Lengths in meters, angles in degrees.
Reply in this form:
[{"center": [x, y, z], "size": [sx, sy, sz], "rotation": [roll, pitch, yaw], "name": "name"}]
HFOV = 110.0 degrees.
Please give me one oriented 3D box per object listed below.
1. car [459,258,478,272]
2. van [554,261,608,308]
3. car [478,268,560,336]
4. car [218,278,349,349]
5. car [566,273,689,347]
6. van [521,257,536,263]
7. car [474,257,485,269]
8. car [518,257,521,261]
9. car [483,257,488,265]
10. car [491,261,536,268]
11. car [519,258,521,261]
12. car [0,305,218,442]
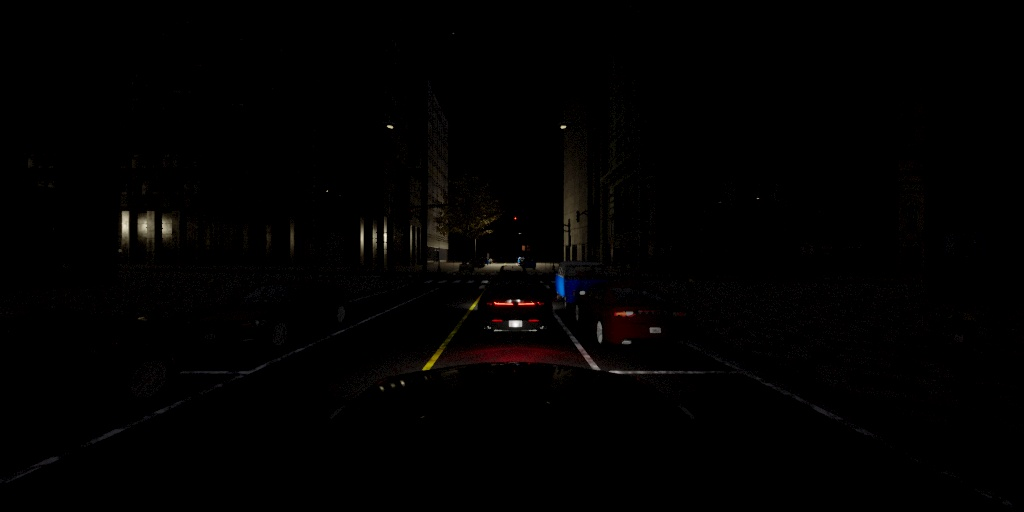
[{"center": [-5.917, 1.296, 47.050], "size": [1.751, 1.417, 4.829], "rotation": [0, 0, 0], "name": "car"}, {"center": [2.736, 1.093, 14.663], "size": [1.690, 1.789, 3.998], "rotation": [0, 0, 0], "name": "van"}, {"center": [0.074, 1.256, 10.373], "size": [1.837, 1.490, 4.892], "rotation": [0, 0, 0], "name": "car"}, {"center": [-5.802, 1.296, 9.128], "size": [1.888, 1.381, 4.507], "rotation": [0, 0, 0], "name": "car"}, {"center": [2.753, 1.296, 9.138], "size": [1.888, 1.381, 4.507], "rotation": [0, 0, 0], "name": "car"}, {"center": [2.595, 1.116, 52.647], "size": [1.690, 1.789, 3.998], "rotation": [0, 0, 0], "name": "van"}, {"center": [-5.947, 1.326, 57.800], "size": [1.888, 1.381, 4.507], "rotation": [0, 0, 0], "name": "car"}, {"center": [2.559, 1.332, 63.473], "size": [1.888, 1.381, 4.507], "rotation": [0, 0, 0], "name": "car"}, {"center": [-5.965, 1.101, 63.089], "size": [2.192, 1.841, 5.009], "rotation": [0, 0, 0], "name": "car"}, {"center": [0.047, 1.245, 19.792], "size": [2.128, 1.511, 4.902], "rotation": [0, 0, -1], "name": "car"}, {"center": [2.577, 1.347, 58.059], "size": [1.948, 1.339, 4.313], "rotation": [0, 0, 0], "name": "car"}, {"center": [-5.782, 1.295, 3.603], "size": [1.888, 1.381, 4.507], "rotation": [0, 0, 0], "name": "car"}]
